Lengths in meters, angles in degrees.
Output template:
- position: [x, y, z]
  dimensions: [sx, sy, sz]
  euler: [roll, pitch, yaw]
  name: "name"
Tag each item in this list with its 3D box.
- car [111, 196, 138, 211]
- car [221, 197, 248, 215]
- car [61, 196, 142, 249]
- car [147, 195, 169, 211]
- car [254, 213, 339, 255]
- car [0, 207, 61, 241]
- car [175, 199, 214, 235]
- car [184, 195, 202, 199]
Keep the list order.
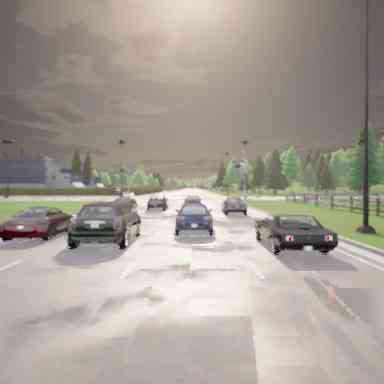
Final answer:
- position: [-6.917, 1.103, 34.635]
  dimensions: [1.994, 1.385, 4.181]
  euler: [0, 1, 0]
  name: "car"
- position: [3.550, 1.169, 28.443]
  dimensions: [2.033, 1.411, 5.357]
  euler: [0, 1, 1]
  name: "car"
- position: [-3.399, 1.168, 13.753]
  dimensions: [2.097, 1.767, 4.553]
  euler: [0, 1, 0]
  name: "car"
- position: [-3.421, 1.041, 33.806]
  dimensions: [2.128, 1.511, 4.902]
  euler: [0, 1, 0]
  name: "car"
- position: [3.602, 1.433, 12.507]
  dimensions: [1.895, 1.301, 4.718]
  euler: [0, 1, 0]
  name: "car"
- position: [-6.898, 1.359, 15.367]
  dimensions: [1.994, 1.385, 4.181]
  euler: [0, 1, 0]
  name: "car"
- position: [0.102, 1.298, 17.094]
  dimensions: [1.812, 1.442, 4.674]
  euler: [0, 1, 0]
  name: "car"
- position: [0.083, 1.054, 35.527]
  dimensions: [1.812, 1.442, 4.674]
  euler: [0, 1, 0]
  name: "car"
